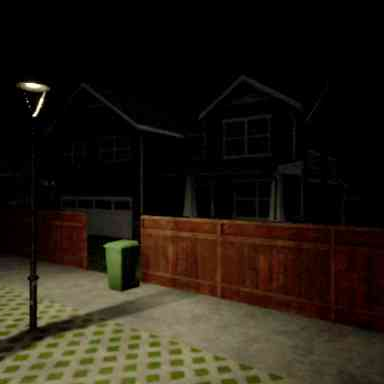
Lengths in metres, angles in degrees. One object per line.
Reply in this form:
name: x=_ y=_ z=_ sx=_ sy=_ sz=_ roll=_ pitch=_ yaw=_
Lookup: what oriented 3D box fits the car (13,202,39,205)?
car: x=-17.183 y=1.783 z=33.891 sx=2.128 sy=1.511 sz=4.902 roll=0 pitch=-1 yaw=15
